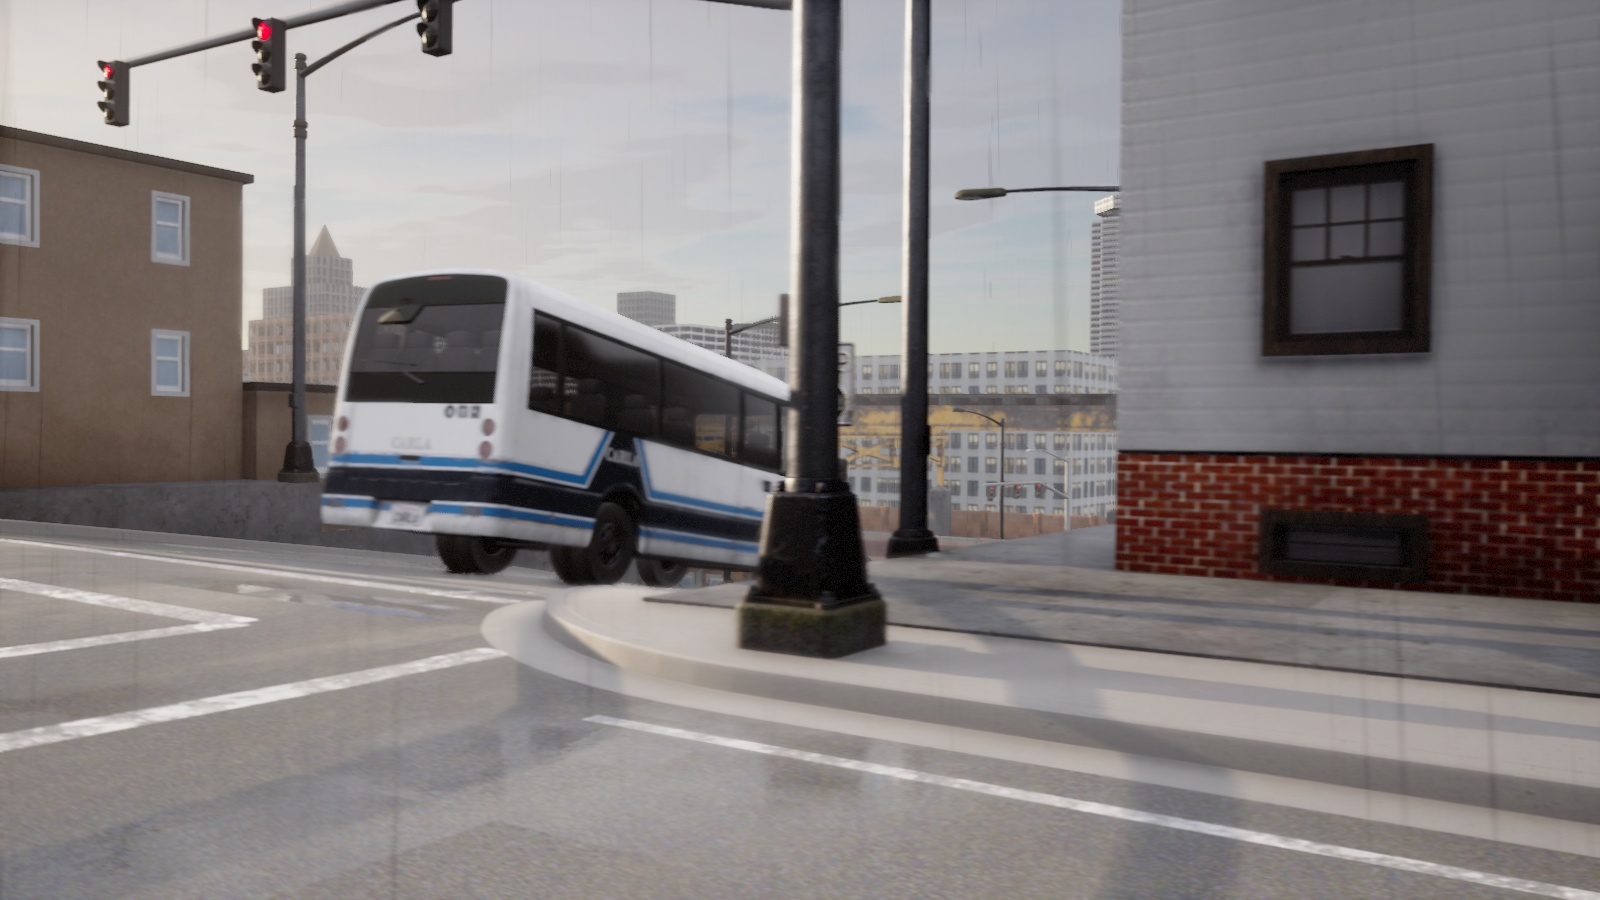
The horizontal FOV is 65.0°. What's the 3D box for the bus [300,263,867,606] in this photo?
[{"bbox_3d":[-2.873,0.304,21.709,3.944,4.253,10.273,1,-7,28],"label":"bus"}]
